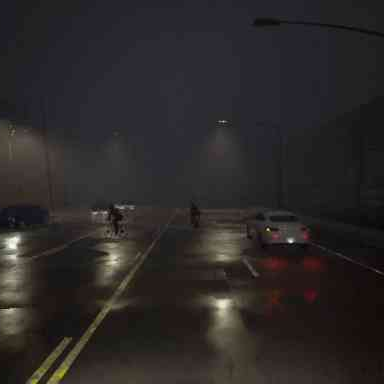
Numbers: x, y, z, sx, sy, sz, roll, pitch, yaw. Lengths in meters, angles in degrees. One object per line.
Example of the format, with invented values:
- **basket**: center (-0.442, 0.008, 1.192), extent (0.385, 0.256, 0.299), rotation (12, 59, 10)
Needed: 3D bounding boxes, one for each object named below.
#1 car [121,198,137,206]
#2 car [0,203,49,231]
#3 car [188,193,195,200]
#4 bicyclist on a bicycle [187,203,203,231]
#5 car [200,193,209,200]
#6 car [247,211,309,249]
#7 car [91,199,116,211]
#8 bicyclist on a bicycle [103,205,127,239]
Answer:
- **car**: center (-10.713, 1.600, 56.702), extent (1.895, 1.301, 4.718), rotation (0, 0, 0)
- **car**: center (-10.646, 1.477, 20.650), extent (1.882, 1.535, 5.008), rotation (0, 0, 0)
- **car**: center (-0.198, 1.248, 86.320), extent (2.033, 1.411, 5.357), rotation (0, 1, 0)
- **bicyclist on a bicycle**: center (0.149, 1.455, 19.304), extent (0.582, 1.620, 1.656), rotation (0, -2, -31)
- **car**: center (3.303, 1.222, 85.804), extent (1.837, 1.490, 4.892), rotation (0, 1, 0)
- **car**: center (3.567, 1.525, 14.353), extent (1.812, 1.442, 4.674), rotation (0, 0, 0)
- **car**: center (-10.691, 1.547, 40.583), extent (2.033, 1.411, 5.357), rotation (0, 0, 0)
- **bicyclist on a bicycle**: center (-3.758, 1.455, 16.143), extent (1.656, 1.620, 0.582), rotation (-3, -1, 33)
